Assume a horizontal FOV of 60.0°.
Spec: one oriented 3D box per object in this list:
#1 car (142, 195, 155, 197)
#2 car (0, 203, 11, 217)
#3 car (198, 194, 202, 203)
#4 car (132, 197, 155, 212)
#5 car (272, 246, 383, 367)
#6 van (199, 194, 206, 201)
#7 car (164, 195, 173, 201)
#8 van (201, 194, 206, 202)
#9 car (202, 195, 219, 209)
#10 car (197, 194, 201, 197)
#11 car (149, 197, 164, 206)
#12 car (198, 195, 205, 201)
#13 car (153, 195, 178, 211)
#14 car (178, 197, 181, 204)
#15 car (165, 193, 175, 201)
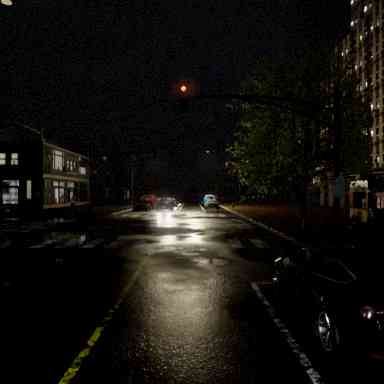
[{"bbox_3d":[-5.741,1.318,43.813,2.192,1.841,5.009,0,0,0],"label":"car"},{"bbox_3d":[-17.303,1.371,27.250,4.507,1.381,1.887,1,-1,-1],"label":"car"},{"bbox_3d":[2.616,1.556,60.479,2.008,1.369,4.403,0,0,0],"label":"car"},{"bbox_3d":[-5.735,1.585,38.262,1.802,1.307,4.206,0,0,0],"label":"car"},{"bbox_3d":[2.687,1.566,5.797,1.947,1.339,4.313,0,0,0],"label":"car"},{"bbox_3d":[2.590,1.349,82.683,1.690,1.788,3.998,0,0,0],"label":"van"},{"bbox_3d":[-5.793,1.559,82.670,2.008,1.369,4.403,0,0,0],"label":"car"},{"bbox_3d":[2.632,1.345,49.378,1.690,1.788,3.998,0,0,0],"label":"van"},{"bbox_3d":[2.637,1.528,43.996,1.752,1.417,4.829,0,0,0],"label":"car"},{"bbox_3d":[2.602,1.572,71.581,1.947,1.339,4.313,0,0,0],"label":"car"},{"bbox_3d":[-5.757,1.555,54.915,2.008,1.369,4.403,0,0,0],"label":"car"},{"bbox_3d":[2.581,1.534,88.404,1.752,1.417,4.829,0,0,0],"label":"car"},{"bbox_3d":[-3.144,1.494,40.040,2.128,1.511,4.902,0,0,0],"label":"car"},{"bbox_3d":[-3.163,1.567,50.079,1.994,1.385,4.181,0,0,-1],"label":"car"},{"bbox_3d":[-5.799,1.324,88.221,2.192,1.841,5.009,0,0,0],"label":"car"}]
